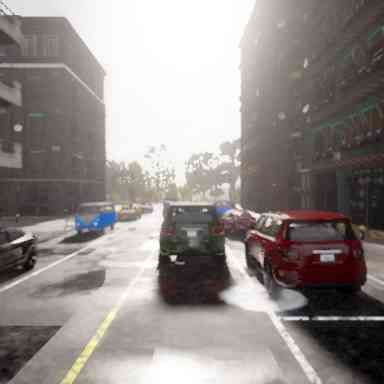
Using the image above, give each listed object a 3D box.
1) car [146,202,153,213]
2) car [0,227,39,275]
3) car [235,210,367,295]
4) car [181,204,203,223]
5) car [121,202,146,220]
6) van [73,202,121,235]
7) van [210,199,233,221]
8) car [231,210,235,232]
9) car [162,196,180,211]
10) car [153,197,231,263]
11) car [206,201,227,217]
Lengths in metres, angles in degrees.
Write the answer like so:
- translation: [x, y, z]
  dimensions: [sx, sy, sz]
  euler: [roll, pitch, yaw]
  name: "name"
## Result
- translation: [-5.795, 1.976, 42.026]
  dimensions: [1.802, 1.307, 4.206]
  euler: [-1, -1, 0]
  name: "car"
- translation: [-5.703, 1.652, 8.888]
  dimensions: [1.947, 1.339, 4.313]
  euler: [-1, -1, 0]
  name: "car"
- translation: [2.672, 1.401, 8.938]
  dimensions: [2.192, 1.841, 5.009]
  euler: [-1, -1, 0]
  name: "car"
- translation: [0.026, 1.798, 28.914]
  dimensions: [1.812, 1.442, 4.674]
  euler: [0, 0, 1]
  name: "car"
- translation: [-5.700, 1.816, 30.814]
  dimensions: [1.752, 1.417, 4.829]
  euler: [-1, -1, 0]
  name: "car"
- translation: [-5.705, 1.531, 19.938]
  dimensions: [1.690, 1.788, 3.998]
  euler: [-1, -1, 0]
  name: "van"
- translation: [2.676, 1.634, 31.034]
  dimensions: [1.690, 1.788, 3.998]
  euler: [-1, -1, 0]
  name: "van"
- translation: [2.678, 1.735, 19.984]
  dimensions: [1.887, 1.381, 4.507]
  euler: [-1, -1, 0]
  name: "car"
- translation: [-3.002, 1.680, 48.512]
  dimensions: [2.150, 2.045, 5.566]
  euler: [0, -1, 0]
  name: "car"
- translation: [0.009, 1.345, 12.552]
  dimensions: [2.150, 2.045, 5.566]
  euler: [0, 0, 0]
  name: "car"
- translation: [2.678, 1.784, 36.557]
  dimensions: [1.967, 1.590, 4.097]
  euler: [-1, -1, 0]
  name: "car"
